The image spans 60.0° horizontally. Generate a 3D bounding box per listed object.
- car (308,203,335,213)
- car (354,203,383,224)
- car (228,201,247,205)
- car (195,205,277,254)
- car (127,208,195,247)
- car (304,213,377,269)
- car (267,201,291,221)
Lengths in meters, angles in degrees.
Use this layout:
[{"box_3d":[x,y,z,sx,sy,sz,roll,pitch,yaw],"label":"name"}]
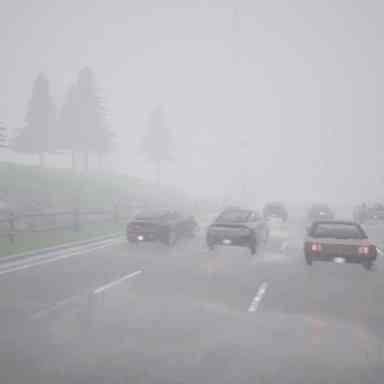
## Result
[{"box_3d":[10.660,1.621,27.446,1.994,1.385,4.181,0,0,20],"label":"car"},{"box_3d":[13.748,1.559,25.696,2.128,1.511,4.902,0,0,20],"label":"car"},{"box_3d":[4.188,1.562,30.126,1.812,1.442,4.674,0,0,20],"label":"car"},{"box_3d":[2.041,1.508,13.785,2.128,1.511,4.902,0,0,20],"label":"car"},{"box_3d":[-1.162,1.513,15.217,1.837,1.490,4.892,0,0,20],"label":"car"},{"box_3d":[4.899,1.626,11.406,1.895,1.301,4.718,0,0,20],"label":"car"},{"box_3d":[7.185,1.552,28.130,1.837,1.490,4.892,0,0,20],"label":"car"}]
